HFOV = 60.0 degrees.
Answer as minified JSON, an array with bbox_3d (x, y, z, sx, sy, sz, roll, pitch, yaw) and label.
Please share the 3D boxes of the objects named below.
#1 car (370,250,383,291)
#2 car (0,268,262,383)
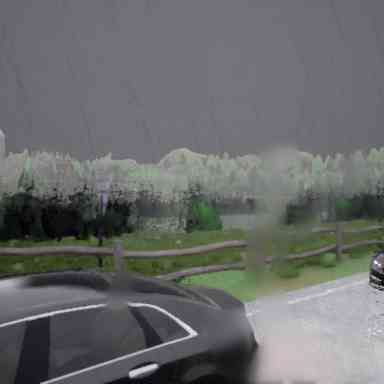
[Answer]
[{"bbox_3d":[6.190,1.587,8.052,4.902,1.511,2.128,1,0,-36],"label":"car"},{"bbox_3d":[-1.601,1.506,2.595,4.892,1.490,1.837,1,0,-34],"label":"car"}]
